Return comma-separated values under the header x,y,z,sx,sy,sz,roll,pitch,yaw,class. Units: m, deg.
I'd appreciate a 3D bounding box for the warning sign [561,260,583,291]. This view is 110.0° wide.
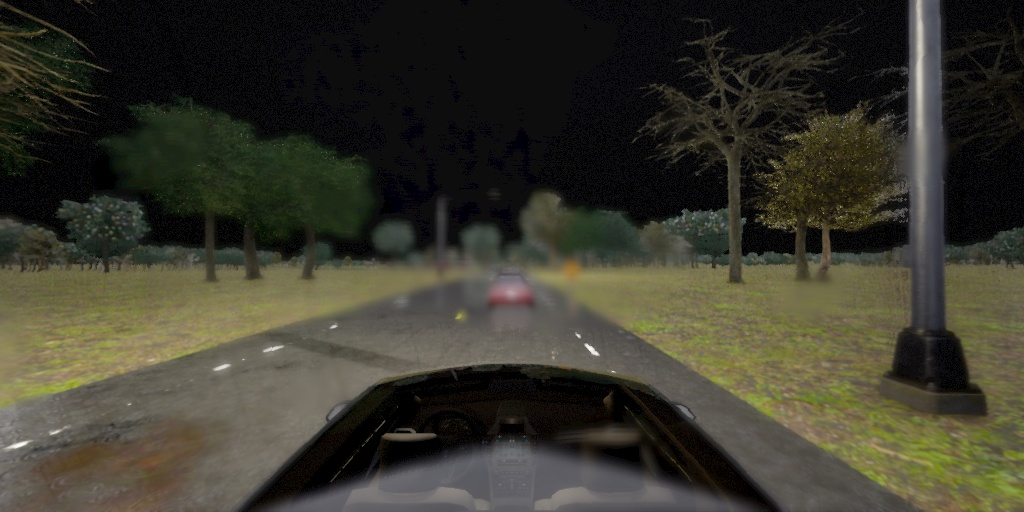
x,y,z,sx,sy,sz,roll,pitch,yaw,class
3.551,1.130,21.261,1.300,1.860,1.060,0,0,0,warning sign

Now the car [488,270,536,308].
x,y,z,sx,sy,sz,roll,pitch,yaw,class
0.005,1.490,16.177,1.994,1.385,4.181,0,-1,0,car

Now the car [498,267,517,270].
x,y,z,sx,sy,sz,roll,pitch,yaw,class
0.004,1.786,30.961,1.895,1.301,4.718,0,-1,0,car
